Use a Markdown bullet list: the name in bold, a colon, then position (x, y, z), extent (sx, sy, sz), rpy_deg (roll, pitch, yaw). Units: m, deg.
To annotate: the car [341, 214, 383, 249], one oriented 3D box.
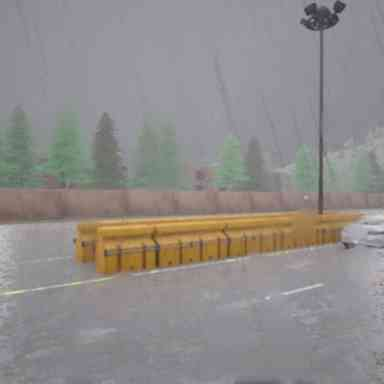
- **car**: position (8.077, 1.659, 13.917), extent (4.674, 1.442, 1.812), rpy_deg (0, 0, -35)
